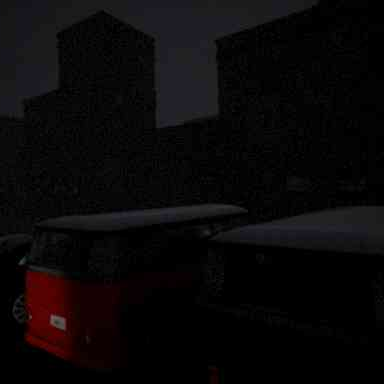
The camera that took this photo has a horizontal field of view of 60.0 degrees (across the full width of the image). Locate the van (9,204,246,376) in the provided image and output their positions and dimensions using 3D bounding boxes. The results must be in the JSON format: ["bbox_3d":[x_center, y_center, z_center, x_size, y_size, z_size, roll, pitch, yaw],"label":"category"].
[{"bbox_3d":[-0.343,1.253,5.727,1.878,1.987,4.442,-1,0,35],"label":"van"}]

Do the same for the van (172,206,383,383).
[{"bbox_3d":[1.919,1.222,4.112,1.878,1.987,4.442,-1,0,36],"label":"van"}]

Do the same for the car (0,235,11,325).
[{"bbox_3d":[-2.673,1.513,7.242,2.231,1.521,4.892,-1,0,36],"label":"car"}]
